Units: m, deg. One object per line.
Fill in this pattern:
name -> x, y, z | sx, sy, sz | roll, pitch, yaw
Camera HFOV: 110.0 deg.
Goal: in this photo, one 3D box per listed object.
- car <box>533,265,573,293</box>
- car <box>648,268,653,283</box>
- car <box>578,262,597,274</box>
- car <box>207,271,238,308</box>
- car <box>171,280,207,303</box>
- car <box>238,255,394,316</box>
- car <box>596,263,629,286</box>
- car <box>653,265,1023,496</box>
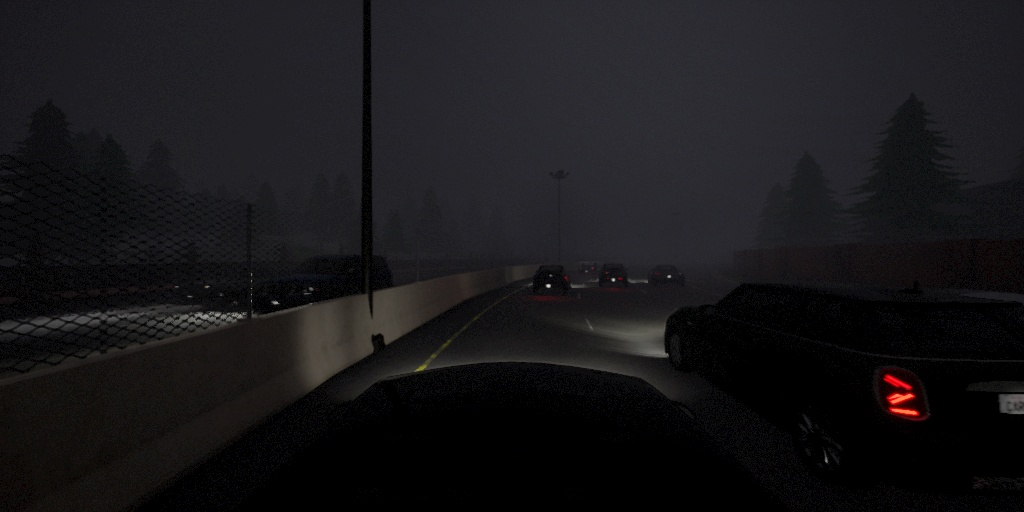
car -> 2.368, 1.244, 20.568 | 1.837, 1.490, 4.892 | 0, 0, 12
car -> 10.721, 1.303, 25.123 | 1.994, 1.385, 4.181 | 0, 0, 15
car -> 8.844, 1.330, 40.196 | 1.895, 1.301, 4.718 | 0, 0, 24
car -> -9.457, 1.288, 15.338 | 2.033, 1.411, 5.357 | 0, 0, 8
car -> -12.762, 1.339, 16.756 | 1.895, 1.301, 4.718 | 0, 0, 9
car -> -6.271, 0.965, 12.800 | 2.150, 2.045, 5.566 | 0, 0, 7
car -> 7.073, 1.243, 25.077 | 1.837, 1.490, 4.892 | 0, 0, 15
car -> 3.806, 1.102, 4.753 | 2.097, 1.767, 4.553 | 0, 0, 2
